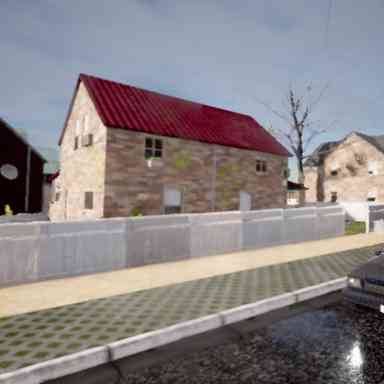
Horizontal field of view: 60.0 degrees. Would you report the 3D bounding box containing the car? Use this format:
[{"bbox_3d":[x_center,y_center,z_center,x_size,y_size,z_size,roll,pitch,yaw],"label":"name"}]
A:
[{"bbox_3d":[5.367,1.526,6.940,5.357,1.411,2.033,0,0,-36],"label":"car"}]
